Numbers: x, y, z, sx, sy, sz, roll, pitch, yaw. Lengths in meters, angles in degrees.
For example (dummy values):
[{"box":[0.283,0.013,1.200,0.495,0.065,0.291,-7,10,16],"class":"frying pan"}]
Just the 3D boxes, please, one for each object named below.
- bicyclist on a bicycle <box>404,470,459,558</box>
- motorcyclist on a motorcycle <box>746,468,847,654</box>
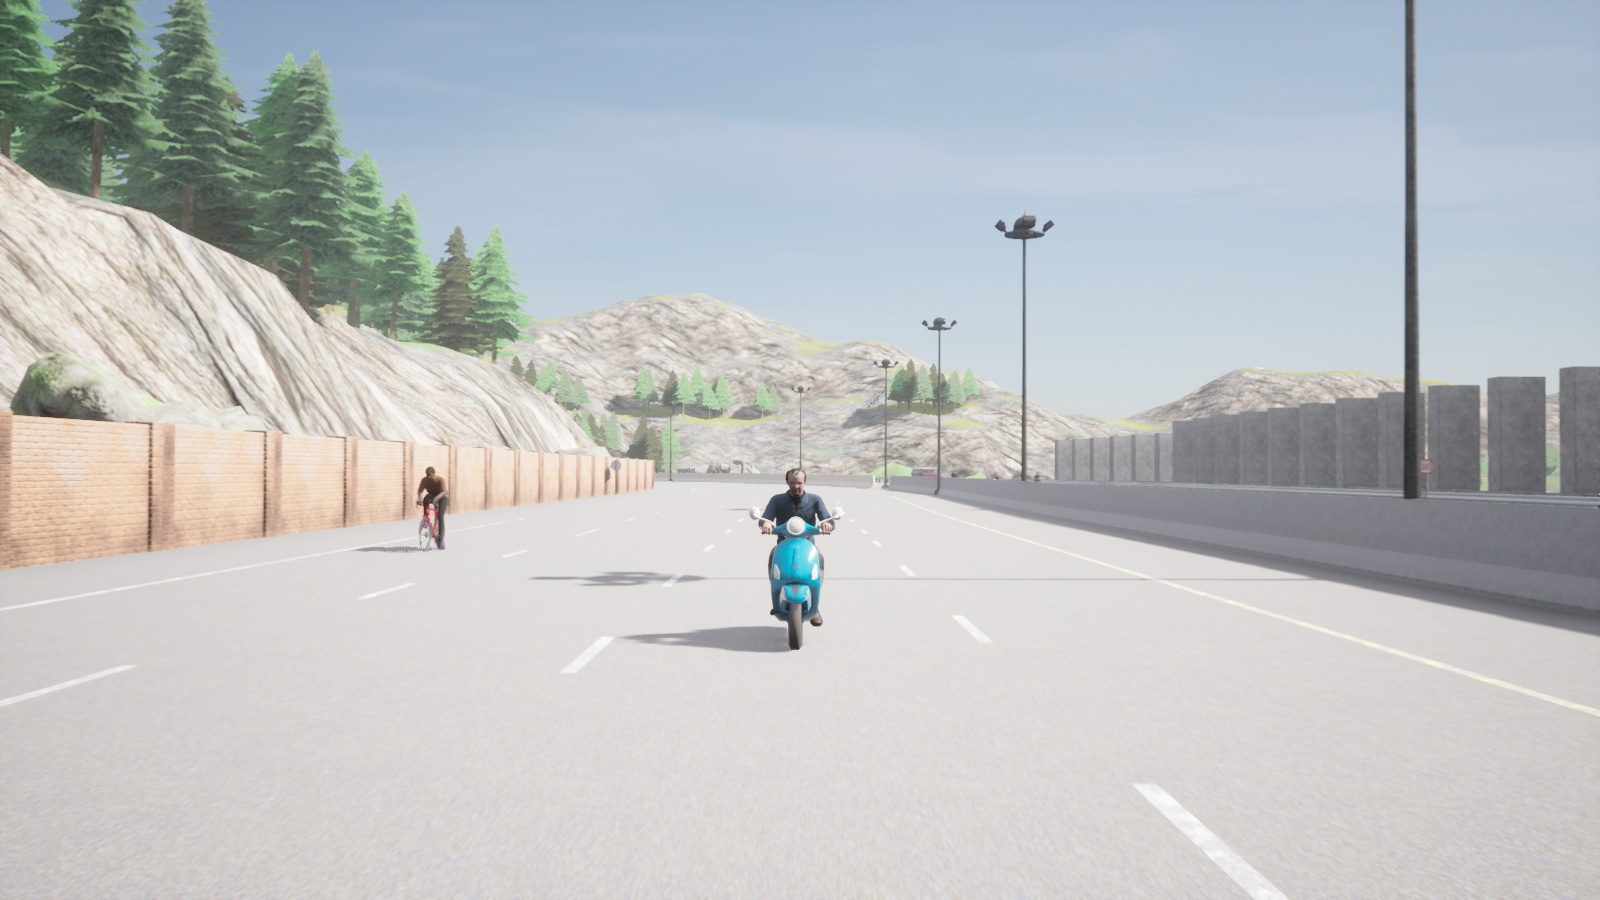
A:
[{"box":[-7.064,1.200,24.142,0.582,1.620,1.656,0,-1,0],"class":"bicyclist on a bicycle"},{"box":[-0.031,0.964,11.685,0.866,1.590,1.817,0,-1,0],"class":"motorcyclist on a motorcycle"}]
